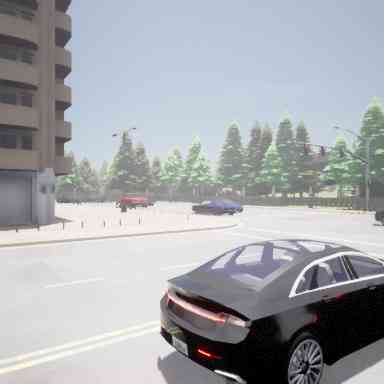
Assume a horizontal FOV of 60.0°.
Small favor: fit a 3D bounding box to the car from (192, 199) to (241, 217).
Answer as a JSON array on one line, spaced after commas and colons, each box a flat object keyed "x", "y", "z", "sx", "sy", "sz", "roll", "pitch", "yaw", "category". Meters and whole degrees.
[{"x": 2.062, "y": 1.545, "z": 31.327, "sx": 1.895, "sy": 1.301, "sz": 4.718, "roll": 0, "pitch": 0, "yaw": -35, "category": "car"}]

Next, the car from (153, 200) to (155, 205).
[{"x": -7.589, "y": 1.422, "z": 50.626, "sx": 1.882, "sy": 1.535, "sz": 5.008, "roll": 0, "pitch": 0, "yaw": -41, "category": "car"}]

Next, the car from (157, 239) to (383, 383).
[{"x": 1.847, "y": 1.492, "z": 5.103, "sx": 4.902, "sy": 1.511, "sz": 2.128, "roll": 0, "pitch": 0, "yaw": -35, "category": "car"}]

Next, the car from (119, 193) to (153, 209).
[{"x": -8.122, "y": 1.165, "z": 45.851, "sx": 2.150, "sy": 2.045, "sz": 5.566, "roll": 0, "pitch": 0, "yaw": -37, "category": "car"}]

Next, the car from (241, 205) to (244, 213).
[{"x": 3.448, "y": 1.470, "z": 35.454, "sx": 1.812, "sy": 1.442, "sz": 4.674, "roll": 0, "pitch": 0, "yaw": -35, "category": "car"}]

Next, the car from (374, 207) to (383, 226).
[{"x": 13.869, "y": 1.472, "z": 20.418, "sx": 1.837, "sy": 1.490, "sz": 4.892, "roll": 0, "pitch": 1, "yaw": -35, "category": "car"}]

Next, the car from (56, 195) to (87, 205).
[{"x": -20.946, "y": 1.362, "z": 56.967, "sx": 4.892, "sy": 1.490, "sz": 1.837, "roll": 0, "pitch": 0, "yaw": 26, "category": "car"}]

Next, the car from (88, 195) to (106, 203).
[{"x": -19.981, "y": 1.447, "z": 67.770, "sx": 4.902, "sy": 1.511, "sz": 2.128, "roll": 0, "pitch": 0, "yaw": 18, "category": "car"}]
